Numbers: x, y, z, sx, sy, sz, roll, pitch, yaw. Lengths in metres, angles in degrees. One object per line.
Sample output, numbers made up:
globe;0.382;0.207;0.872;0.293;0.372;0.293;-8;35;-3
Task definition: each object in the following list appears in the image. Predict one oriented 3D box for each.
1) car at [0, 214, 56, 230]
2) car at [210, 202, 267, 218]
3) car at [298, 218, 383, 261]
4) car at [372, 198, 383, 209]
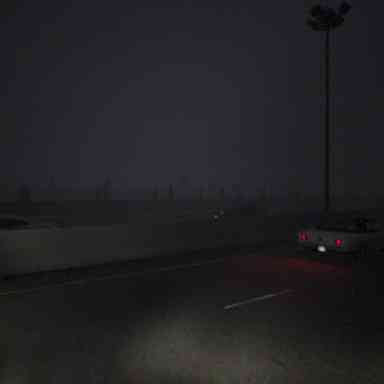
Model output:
car;-7.199;1.527;11.737;4.674;1.442;1.812;0;0;-36
car;4.078;1.583;28.389;5.357;1.411;2.033;0;0;-35
car;6.163;1.623;12.442;4.718;1.301;1.895;0;0;-36
car;21.883;1.422;36.729;4.553;1.767;2.097;0;0;-35
